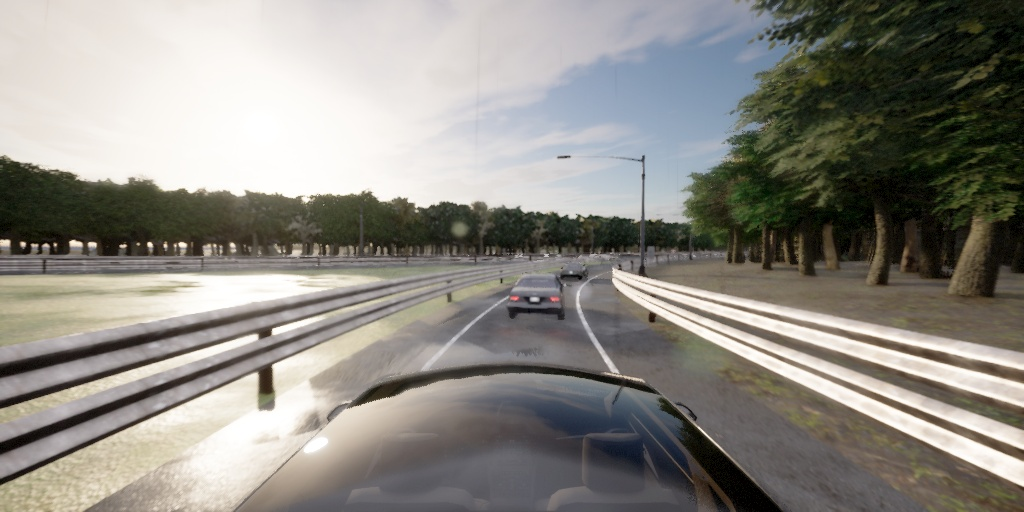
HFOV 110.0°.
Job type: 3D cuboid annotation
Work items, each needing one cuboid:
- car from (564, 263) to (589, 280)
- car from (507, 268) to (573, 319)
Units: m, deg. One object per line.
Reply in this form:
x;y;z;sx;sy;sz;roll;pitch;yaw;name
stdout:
5.635;1.317;32.047;1.994;1.385;4.181;1;1;19;car
0.982;1.330;13.026;2.033;1.411;5.357;0;0;7;car
